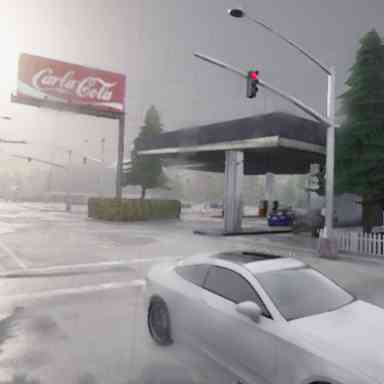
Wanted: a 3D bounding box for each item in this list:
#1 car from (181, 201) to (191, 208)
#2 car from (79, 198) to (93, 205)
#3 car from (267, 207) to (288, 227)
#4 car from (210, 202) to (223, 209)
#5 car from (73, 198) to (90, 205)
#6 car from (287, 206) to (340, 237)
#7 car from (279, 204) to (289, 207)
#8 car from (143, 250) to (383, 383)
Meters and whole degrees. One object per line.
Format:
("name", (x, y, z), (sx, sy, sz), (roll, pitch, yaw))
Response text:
("car", (-2.025, 2.858, 73.862), (2.007, 1.523, 4.514), (3, -1, -36))
("car", (-25.210, 2.182, 78.901), (1.970, 1.475, 3.806), (3, -1, -36))
("car", (9.171, 2.487, 31.039), (4.611, 1.667, 2.242), (3, -1, -36))
("car", (6.053, 3.253, 79.731), (1.845, 1.501, 3.633), (3, -1, -36))
("car", (-23.997, 2.120, 71.051), (2.007, 1.523, 4.514), (3, -1, -36))
("car", (9.027, 2.165, 23.913), (3.866, 1.878, 1.905), (3, -1, -36))
("car", (20.137, 3.716, 80.540), (2.152, 1.636, 5.027), (3, -1, -36))
("car", (0.989, 1.611, 4.502), (1.812, 1.442, 4.674), (3, -2, -36))
